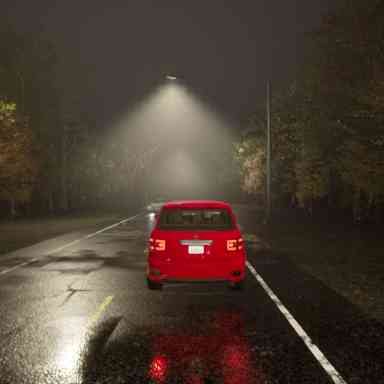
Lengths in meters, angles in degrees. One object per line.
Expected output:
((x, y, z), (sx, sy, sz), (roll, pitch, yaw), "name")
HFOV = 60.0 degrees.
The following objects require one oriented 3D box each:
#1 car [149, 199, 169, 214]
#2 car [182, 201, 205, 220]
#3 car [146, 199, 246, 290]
((-3.605, 1.547, 37.328), (1.812, 1.442, 4.674), (0, 0, 0), "car")
((0.090, 1.542, 28.964), (1.812, 1.442, 4.674), (0, 0, 0), "car")
((0.092, 1.227, 9.203), (2.150, 2.045, 5.566), (0, 0, 0), "car")
